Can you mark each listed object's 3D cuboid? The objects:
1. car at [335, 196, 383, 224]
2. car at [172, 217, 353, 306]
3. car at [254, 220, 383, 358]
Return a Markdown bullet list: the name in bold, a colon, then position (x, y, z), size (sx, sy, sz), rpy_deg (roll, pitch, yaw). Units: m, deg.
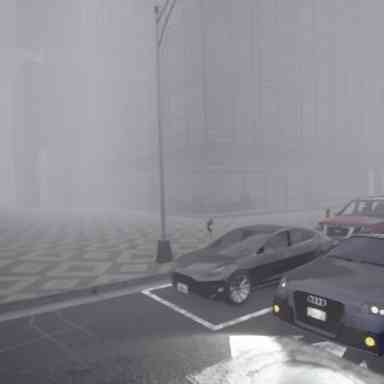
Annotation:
- **car**: position (6.194, 1.083, 11.075), size (5.009, 1.841, 2.192), rpy_deg (-2, 0, -35)
- **car**: position (1.583, 1.461, 7.787), size (4.313, 1.339, 1.947), rpy_deg (-2, 0, -35)
- **car**: position (3.331, 1.449, 5.743), size (4.181, 1.385, 1.994), rpy_deg (-2, 1, -36)
